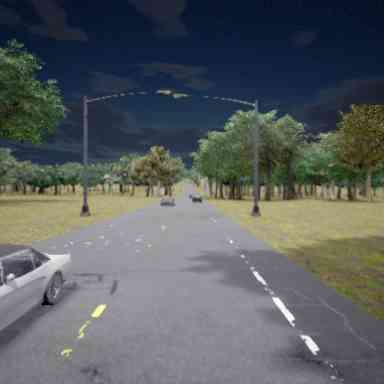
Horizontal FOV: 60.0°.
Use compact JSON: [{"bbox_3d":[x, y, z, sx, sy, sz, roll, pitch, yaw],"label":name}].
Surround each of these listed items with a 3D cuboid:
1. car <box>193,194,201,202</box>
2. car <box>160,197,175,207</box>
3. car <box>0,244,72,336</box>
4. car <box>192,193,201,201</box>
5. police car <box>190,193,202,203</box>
[{"bbox_3d":[1.057,1.325,76.428,1.801,1.575,5.366,0,0,0],"label":"car"},{"bbox_3d":[-3.563,1.438,49.437,1.994,1.385,4.181,0,0,0],"label":"car"},{"bbox_3d":[-3.599,1.592,5.194,1.895,1.301,4.718,0,0,0],"label":"car"},{"bbox_3d":[1.056,1.225,82.214,2.097,1.767,4.553,0,0,0],"label":"car"},{"bbox_3d":[1.056,1.290,66.345,1.930,1.638,5.238,0,0,0],"label":"police car"}]
